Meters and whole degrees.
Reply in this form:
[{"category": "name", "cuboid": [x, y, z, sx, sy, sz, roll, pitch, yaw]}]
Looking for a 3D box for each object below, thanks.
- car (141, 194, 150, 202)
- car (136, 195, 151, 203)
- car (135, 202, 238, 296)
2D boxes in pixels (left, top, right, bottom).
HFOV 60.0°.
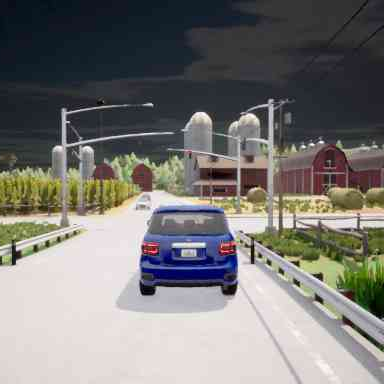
[{"category": "car", "cuboid": [-9.347, 1.166, 67.473, 1.812, 1.442, 4.674, 0, 1, -7]}, {"category": "car", "cuboid": [-6.407, 1.531, 43.820, 1.812, 1.442, 4.674, 0, 1, -7]}, {"category": "car", "cuboid": [-0.110, 1.370, 9.166, 2.150, 2.045, 5.566, 0, -2, -1]}]
